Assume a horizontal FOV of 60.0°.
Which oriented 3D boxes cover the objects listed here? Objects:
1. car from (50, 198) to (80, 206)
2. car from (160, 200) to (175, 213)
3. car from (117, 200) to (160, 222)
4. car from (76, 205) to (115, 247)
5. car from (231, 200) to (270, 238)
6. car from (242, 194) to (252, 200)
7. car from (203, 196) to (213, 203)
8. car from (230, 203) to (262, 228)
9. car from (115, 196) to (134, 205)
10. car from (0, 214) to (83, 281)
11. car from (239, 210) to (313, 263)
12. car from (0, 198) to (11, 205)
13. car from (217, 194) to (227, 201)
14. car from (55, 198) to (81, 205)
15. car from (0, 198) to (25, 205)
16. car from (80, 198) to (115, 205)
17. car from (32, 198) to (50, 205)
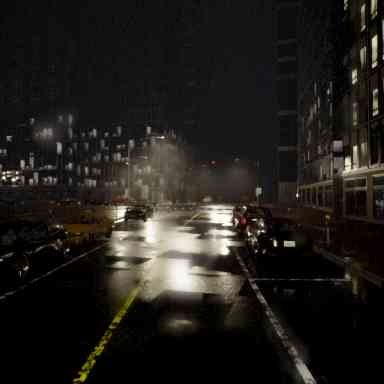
[{"bbox_3d":[-20.650,1.695,55.342,4.403,1.369,2.008,0,-1,15],"label":"car"},{"bbox_3d":[-3.000,1.594,37.165,2.008,1.369,4.403,1,0,7],"label":"car"},{"bbox_3d":[-4.126,1.578,26.408,2.008,1.369,4.403,1,0,5],"label":"car"},{"bbox_3d":[-4.892,1.540,15.308,1.752,1.417,4.829,1,0,3],"label":"car"},{"bbox_3d":[3.267,1.448,17.598,1.967,1.590,4.097,1,0,4],"label":"car"},{"bbox_3d":[12.567,1.439,76.065,2.192,1.841,5.009,1,0,15],"label":"car"},{"bbox_3d":[3.567,1.674,73.822,1.752,1.417,4.829,1,0,14],"label":"car"},{"bbox_3d":[3.655,1.556,23.227,1.887,1.381,4.507,1,0,5],"label":"car"},{"bbox_3d":[-13.181,1.574,61.468,5.009,1.841,2.192,0,-1,15],"label":"car"},{"bbox_3d":[-5.121,1.574,9.985,1.947,1.339,4.313,1,0,2],"label":"car"},{"bbox_3d":[2.976,1.570,11.918,1.947,1.339,4.313,1,0,2],"label":"car"},{"bbox_3d":[-40.157,1.989,68.861,4.403,1.369,2.008,0,-1,15],"label":"car"},{"bbox_3d":[8.124,1.529,89.912,2.192,1.841,5.009,1,0,16],"label":"car"},{"bbox_3d":[-23.971,1.882,64.423,4.403,1.369,2.008,0,-1,15],"label":"car"},{"bbox_3d":[-31.436,1.766,58.300,4.403,1.369,2.008,0,-1,15],"label":"car"},{"bbox_3d":[-15.257,1.674,53.864,4.313,1.339,1.947,0,-1,15],"label":"car"},{"bbox_3d":[-29.530,1.893,65.947,4.829,1.417,1.752,0,-1,15],"label":"car"}]
